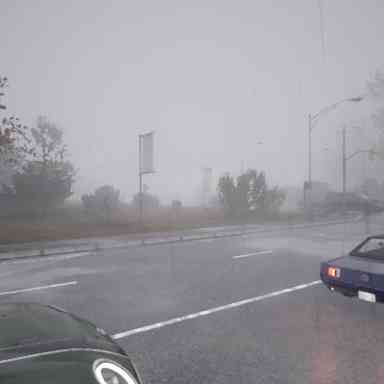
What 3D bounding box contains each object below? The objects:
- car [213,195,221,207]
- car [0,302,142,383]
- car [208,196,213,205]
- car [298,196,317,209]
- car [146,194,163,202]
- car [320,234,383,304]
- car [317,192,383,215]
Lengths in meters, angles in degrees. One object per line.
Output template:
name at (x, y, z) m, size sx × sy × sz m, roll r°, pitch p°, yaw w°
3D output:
car at (5.402, 1.316, 43.709) m, size 1.837 × 1.490 × 4.892 m, roll -1°, pitch 1°, yaw -39°
car at (-2.515, 1.351, 1.929) m, size 4.553 × 1.767 × 2.097 m, roll 0°, pitch 0°, yaw -36°
car at (4.430, 1.291, 50.533) m, size 1.837 × 1.490 × 4.892 m, roll -1°, pitch 1°, yaw -39°
car at (14.470, 1.269, 37.973) m, size 2.128 × 1.511 × 4.902 m, roll -1°, pitch 1°, yaw -39°
car at (-7.720, 1.176, 65.897) m, size 2.097 × 1.767 × 4.553 m, roll -1°, pitch 0°, yaw -38°
car at (4.957, 1.579, 7.266) m, size 4.718 × 1.301 × 1.895 m, roll 0°, pitch 0°, yaw -35°
car at (15.235, 1.026, 31.404) m, size 2.150 × 2.045 × 5.566 m, roll -1°, pitch 0°, yaw -39°
